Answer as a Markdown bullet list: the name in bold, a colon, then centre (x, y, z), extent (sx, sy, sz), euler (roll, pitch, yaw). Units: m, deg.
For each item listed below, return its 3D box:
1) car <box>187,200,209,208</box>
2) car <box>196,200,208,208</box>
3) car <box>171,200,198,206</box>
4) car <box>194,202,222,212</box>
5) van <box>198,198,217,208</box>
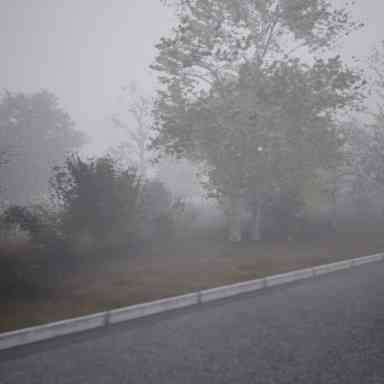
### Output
- **car**: centre (1.206, 2.565, 71.905), extent (2.097, 1.535, 5.008), euler (0, 0, -36)
- **car**: centre (0.453, 2.508, 55.238), extent (2.231, 1.521, 4.892), euler (0, 0, -36)
- **car**: centre (-1.787, 2.524, 53.599), extent (2.163, 1.488, 4.792), euler (0, 0, -36)
- **car**: centre (2.706, 2.520, 56.859), extent (2.097, 1.535, 5.008), euler (0, 0, -36)
- **van**: centre (3.421, 2.352, 73.635), extent (1.878, 1.987, 4.442), euler (0, 0, -36)
